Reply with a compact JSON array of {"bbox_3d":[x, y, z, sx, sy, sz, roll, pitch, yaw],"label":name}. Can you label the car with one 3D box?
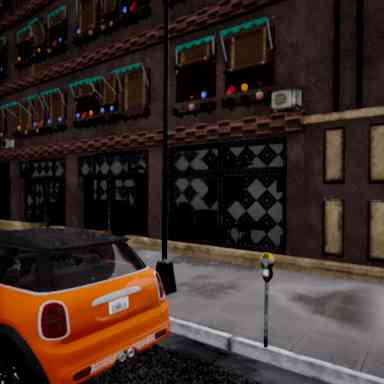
[{"bbox_3d":[-2.574,1.348,5.167,4.553,1.767,2.097,0,0,36],"label":"car"}]
